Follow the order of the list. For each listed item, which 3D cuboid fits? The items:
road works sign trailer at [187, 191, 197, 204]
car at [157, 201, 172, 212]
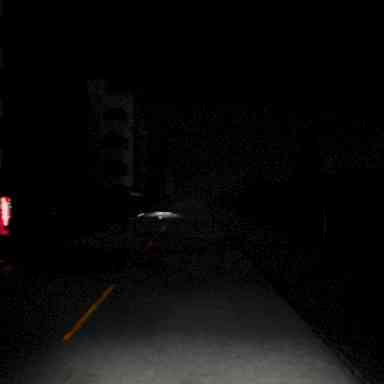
[{"bbox_3d":[-0.007,1.583,85.252,2.380,3.560,2.880,0,-1,0],"label":"road works sign trailer"},{"bbox_3d":[-4.073,2.146,49.739,2.128,1.511,4.902,0,-1,0],"label":"car"}]
